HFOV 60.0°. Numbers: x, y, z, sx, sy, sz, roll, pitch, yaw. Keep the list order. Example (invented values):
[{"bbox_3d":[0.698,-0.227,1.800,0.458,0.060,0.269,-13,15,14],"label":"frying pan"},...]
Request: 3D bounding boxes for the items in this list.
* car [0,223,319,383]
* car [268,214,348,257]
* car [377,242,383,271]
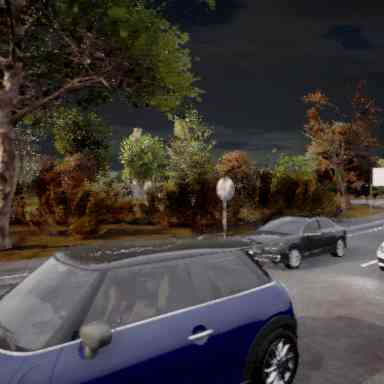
[{"bbox_3d":[-0.945,1.364,3.495,4.553,1.767,2.097,0,0,-37],"label":"car"},{"bbox_3d":[3.595,1.561,11.488,4.892,1.490,1.837,1,-1,-40],"label":"car"},{"bbox_3d":[7.303,1.574,10.068,4.674,1.442,1.812,0,0,-41],"label":"car"}]
